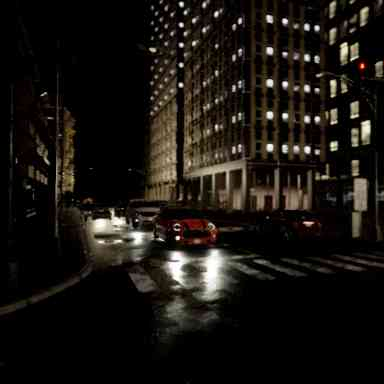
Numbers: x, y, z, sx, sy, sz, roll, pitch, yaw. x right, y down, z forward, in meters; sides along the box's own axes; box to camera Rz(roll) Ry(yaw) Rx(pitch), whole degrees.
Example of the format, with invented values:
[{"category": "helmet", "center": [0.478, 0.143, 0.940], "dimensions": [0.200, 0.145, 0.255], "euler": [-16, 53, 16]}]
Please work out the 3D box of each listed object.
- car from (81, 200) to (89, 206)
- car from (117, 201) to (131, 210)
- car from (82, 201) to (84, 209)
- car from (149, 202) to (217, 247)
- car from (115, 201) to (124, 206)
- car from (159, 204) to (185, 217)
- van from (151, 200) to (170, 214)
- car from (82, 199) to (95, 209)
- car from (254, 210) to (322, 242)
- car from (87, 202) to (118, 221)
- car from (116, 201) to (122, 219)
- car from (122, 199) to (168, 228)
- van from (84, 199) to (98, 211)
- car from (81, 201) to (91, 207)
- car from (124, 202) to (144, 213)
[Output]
[{"category": "car", "center": [-28.884, 2.905, 89.706], "dimensions": [1.752, 1.417, 4.829], "euler": [1, -1, -19]}, {"category": "car", "center": [-12.161, 2.396, 59.338], "dimensions": [1.837, 1.490, 4.892], "euler": [1, -1, -19]}, {"category": "car", "center": [-15.917, 2.332, 52.537], "dimensions": [1.802, 1.307, 4.206], "euler": [1, -1, -19]}, {"category": "car", "center": [-0.460, 1.517, 16.024], "dimensions": [2.097, 1.767, 4.553], "euler": [1, -1, -18]}, {"category": "car", "center": [-19.167, 2.959, 87.291], "dimensions": [1.802, 1.307, 4.206], "euler": [1, -1, -19]}, {"category": "car", "center": [-2.422, 2.123, 39.298], "dimensions": [2.008, 1.369, 4.403], "euler": [1, -1, -19]}, {"category": "van", "center": [-4.281, 2.001, 44.635], "dimensions": [1.690, 1.788, 3.998], "euler": [1, -1, -19]}, {"category": "car", "center": [-19.636, 2.244, 63.207], "dimensions": [2.192, 1.841, 5.009], "euler": [1, -1, -19]}, {"category": "car", "center": [5.021, 1.665, 17.970], "dimensions": [1.967, 1.590, 4.097], "euler": [1, -1, -19]}, {"category": "car", "center": [-8.475, 1.949, 31.207], "dimensions": [2.008, 1.369, 4.403], "euler": [1, -1, -19]}, {"category": "car", "center": [-7.049, 1.978, 35.005], "dimensions": [1.837, 1.490, 4.892], "euler": [1, -1, -19]}, {"category": "car", "center": [-3.670, 1.537, 25.322], "dimensions": [2.150, 2.045, 5.566], "euler": [1, -1, -18]}, {"category": "van", "center": [-14.055, 2.003, 47.208], "dimensions": [1.690, 1.788, 3.998], "euler": [1, -1, -19]}, {"category": "car", "center": [-25.218, 2.750, 79.200], "dimensions": [2.008, 1.369, 4.403], "euler": [1, -1, -19]}, {"category": "car", "center": [-8.667, 2.272, 49.326], "dimensions": [2.033, 1.411, 5.357], "euler": [1, -1, -20]}]
